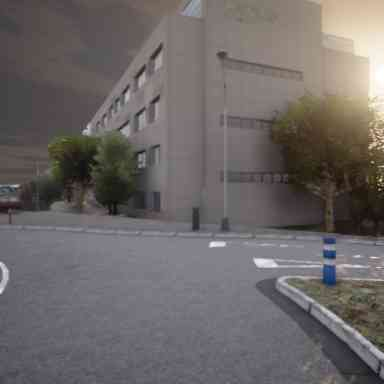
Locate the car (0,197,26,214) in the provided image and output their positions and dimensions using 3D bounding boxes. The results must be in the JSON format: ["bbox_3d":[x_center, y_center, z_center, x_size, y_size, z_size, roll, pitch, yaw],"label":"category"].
[{"bbox_3d":[-23.823,1.751,41.273,5.566,2.045,2.435,0,-3,-30],"label":"car"}]

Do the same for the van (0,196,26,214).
[{"bbox_3d":[-19.561,1.368,34.094,4.442,1.987,1.878,0,-2,-30],"label":"van"}]
